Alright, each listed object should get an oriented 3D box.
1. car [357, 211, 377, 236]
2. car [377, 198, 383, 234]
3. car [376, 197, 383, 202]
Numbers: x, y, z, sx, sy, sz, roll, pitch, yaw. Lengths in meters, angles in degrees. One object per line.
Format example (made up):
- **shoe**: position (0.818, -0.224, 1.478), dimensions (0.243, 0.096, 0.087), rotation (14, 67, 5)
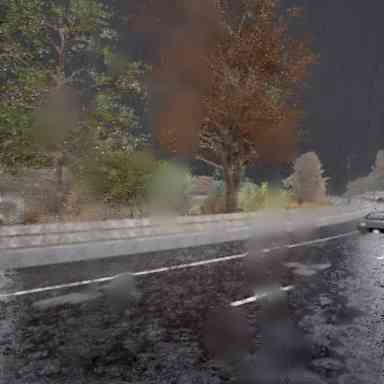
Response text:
- **car**: position (10.722, 1.687, 18.161), dimensions (1.895, 1.301, 4.718), rotation (0, 0, 44)
- **car**: position (8.284, 1.273, 10.825), dimensions (5.566, 2.045, 2.150), rotation (0, 0, -42)
- **car**: position (47.028, 1.906, 81.589), dimensions (1.812, 1.442, 4.674), rotation (0, 0, 7)
